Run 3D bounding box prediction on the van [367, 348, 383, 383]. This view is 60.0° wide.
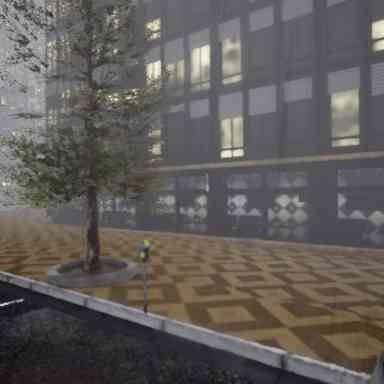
[{"bbox_3d":[2.681,1.337,0.975,3.998,1.788,1.690,0,-1,36],"label":"van"}]
